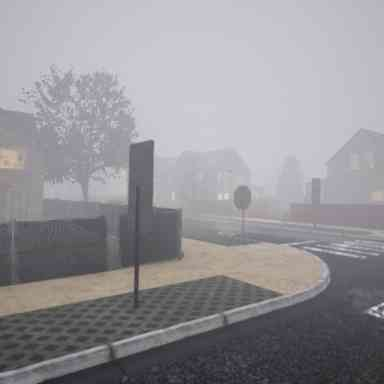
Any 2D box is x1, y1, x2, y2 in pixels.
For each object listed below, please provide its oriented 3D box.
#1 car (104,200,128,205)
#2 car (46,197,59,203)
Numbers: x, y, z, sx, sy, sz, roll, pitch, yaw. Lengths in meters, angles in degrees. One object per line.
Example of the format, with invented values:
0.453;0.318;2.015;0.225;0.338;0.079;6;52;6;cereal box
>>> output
-6.495;1.397;28.775;1.812;1.442;4.674;2;-1;-37;car
-19.133;1.395;45.913;1.895;1.301;4.718;2;-1;-37;car
